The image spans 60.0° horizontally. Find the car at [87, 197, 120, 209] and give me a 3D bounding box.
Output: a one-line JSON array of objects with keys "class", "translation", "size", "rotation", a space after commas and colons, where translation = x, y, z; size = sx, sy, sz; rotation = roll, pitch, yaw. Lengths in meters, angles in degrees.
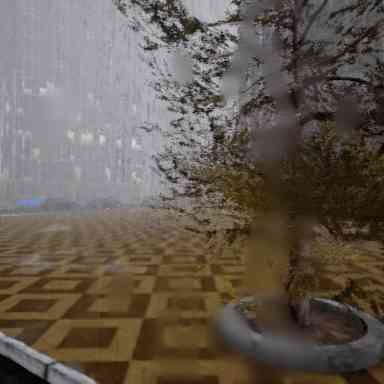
[{"class": "car", "translation": [-11.336, 1.494, 42.872], "size": [1.947, 1.339, 4.313], "rotation": [1, 1, 43]}]

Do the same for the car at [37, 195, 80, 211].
[{"class": "car", "translation": [-15.192, 1.394, 38.688], "size": [1.967, 1.590, 4.097], "rotation": [1, 1, 43]}]

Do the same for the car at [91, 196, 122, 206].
[{"class": "car", "translation": [-13.586, 1.433, 52.823], "size": [1.887, 1.381, 4.507], "rotation": [1, 1, 43]}]

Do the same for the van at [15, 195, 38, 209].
[{"class": "van", "translation": [-21.460, 1.281, 44.609], "size": [1.690, 1.788, 3.998], "rotation": [1, 1, 43]}]
